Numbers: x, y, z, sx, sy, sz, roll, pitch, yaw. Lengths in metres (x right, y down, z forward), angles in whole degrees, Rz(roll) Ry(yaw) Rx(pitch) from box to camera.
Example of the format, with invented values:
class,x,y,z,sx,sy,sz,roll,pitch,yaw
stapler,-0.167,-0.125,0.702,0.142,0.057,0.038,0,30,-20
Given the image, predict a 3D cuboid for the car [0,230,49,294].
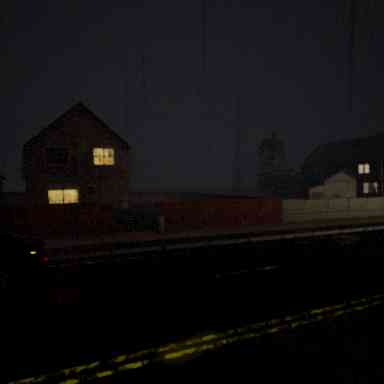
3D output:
class,x,y,z,sx,sy,sz,roll,pitch,yaw
car,-5.752,1.533,7.439,4.674,1.442,1.812,0,0,-27
